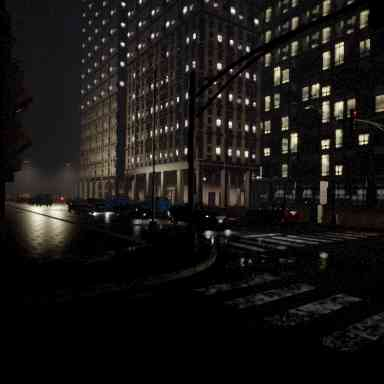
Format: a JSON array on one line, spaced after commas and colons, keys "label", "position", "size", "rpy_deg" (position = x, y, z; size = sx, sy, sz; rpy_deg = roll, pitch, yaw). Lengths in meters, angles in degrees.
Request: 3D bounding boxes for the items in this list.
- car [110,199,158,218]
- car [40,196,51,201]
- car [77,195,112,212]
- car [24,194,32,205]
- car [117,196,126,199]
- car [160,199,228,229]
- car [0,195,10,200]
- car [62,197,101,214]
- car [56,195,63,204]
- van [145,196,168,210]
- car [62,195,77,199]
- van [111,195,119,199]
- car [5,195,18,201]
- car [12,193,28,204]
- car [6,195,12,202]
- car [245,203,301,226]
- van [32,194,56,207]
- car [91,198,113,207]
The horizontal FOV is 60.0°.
[{"label": "car", "position": [-5.159, 1.537, 29.149], "size": [1.895, 1.301, 4.718], "rpy_deg": [1, -1, -35]}, {"label": "car", "position": [-36.870, 1.570, 83.741], "size": [1.802, 1.307, 4.206], "rpy_deg": [1, -1, -35]}, {"label": "car", "position": [-11.078, 1.427, 37.491], "size": [1.837, 1.490, 4.892], "rpy_deg": [1, -1, -35]}, {"label": "car", "position": [-24.060, 1.432, 51.265], "size": [1.802, 1.307, 4.206], "rpy_deg": [1, -1, -35]}, {"label": "car", "position": [-7.412, 1.584, 42.309], "size": [2.008, 1.369, 4.403], "rpy_deg": [1, -1, -35]}, {"label": "car", "position": [0.264, 1.441, 21.524], "size": [2.128, 1.511, 4.902], "rpy_deg": [1, -1, -35]}, {"label": "car", "position": [-46.875, 1.365, 83.354], "size": [1.752, 1.417, 4.829], "rpy_deg": [1, -1, -35]}, {"label": "car", "position": [-10.968, 1.427, 32.850], "size": [2.008, 1.369, 4.403], "rpy_deg": [1, -1, -35]}, {"label": "car", "position": [-24.973, 1.307, 62.545], "size": [2.097, 1.767, 4.553], "rpy_deg": [1, -1, -35]}, {"label": "van", "position": [-4.135, 1.382, 37.707], "size": [1.690, 1.788, 3.998], "rpy_deg": [1, -1, -35]}, {"label": "car", "position": [-18.985, 1.456, 54.119], "size": [2.128, 1.511, 4.902], "rpy_deg": [1, -1, -35]}, {"label": "van", "position": [-10.681, 1.368, 46.915], "size": [1.690, 1.788, 3.998], "rpy_deg": [1, -1, -35]}, {"label": "car", "position": [-40.424, 1.378, 74.283], "size": [2.008, 1.369, 4.403], "rpy_deg": [1, -1, -35]}, {"label": "car", "position": [-30.602, 1.155, 60.475], "size": [2.192, 1.841, 5.009], "rpy_deg": [1, -1, -35]}, {"label": "car", "position": [-37.152, 1.397, 69.680], "size": [1.947, 1.339, 4.313], "rpy_deg": [1, -1, -35]}, {"label": "car", "position": [5.683, 1.505, 23.896], "size": [1.967, 1.590, 4.097], "rpy_deg": [1, -1, -35]}, {"label": "van", "position": [-20.783, 1.197, 46.663], "size": [1.690, 1.788, 3.998], "rpy_deg": [1, -1, -35]}, {"label": "car", "position": [-13.958, 1.586, 51.516], "size": [1.947, 1.339, 4.313], "rpy_deg": [1, -1, -35]}]
